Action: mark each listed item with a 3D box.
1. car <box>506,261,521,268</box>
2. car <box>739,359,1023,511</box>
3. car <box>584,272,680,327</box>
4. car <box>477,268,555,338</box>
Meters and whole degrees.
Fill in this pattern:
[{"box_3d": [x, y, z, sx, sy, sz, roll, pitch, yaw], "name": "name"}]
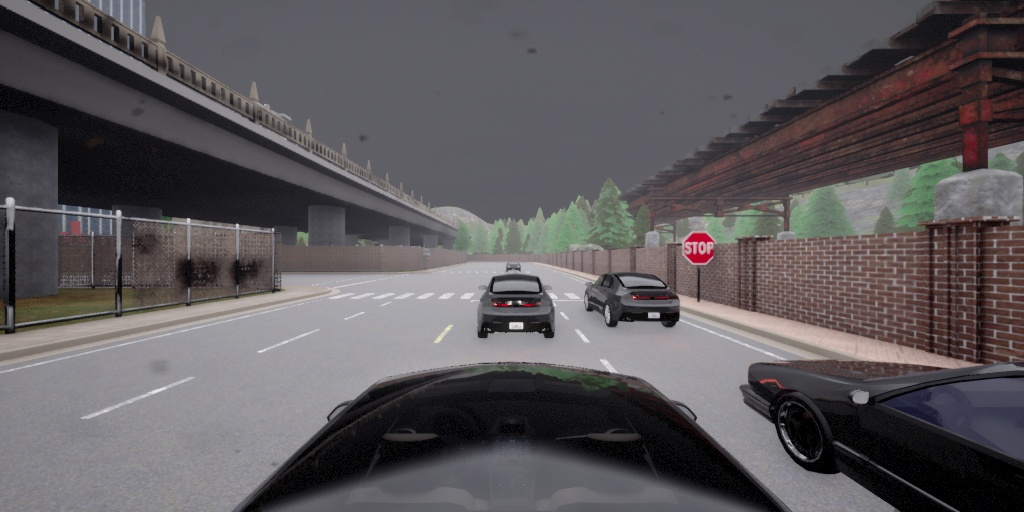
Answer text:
[{"box_3d": [0.168, 1.351, 46.371, 1.895, 1.301, 4.718, 0, 0, -1], "name": "car"}, {"box_3d": [3.600, 1.297, 1.741, 2.033, 1.411, 5.357, 0, 0, 0], "name": "car"}, {"box_3d": [3.597, 1.255, 11.487, 1.837, 1.490, 4.892, 0, 0, 0], "name": "car"}, {"box_3d": [0.096, 1.255, 10.126, 1.837, 1.490, 4.892, 0, 0, 0], "name": "car"}]
